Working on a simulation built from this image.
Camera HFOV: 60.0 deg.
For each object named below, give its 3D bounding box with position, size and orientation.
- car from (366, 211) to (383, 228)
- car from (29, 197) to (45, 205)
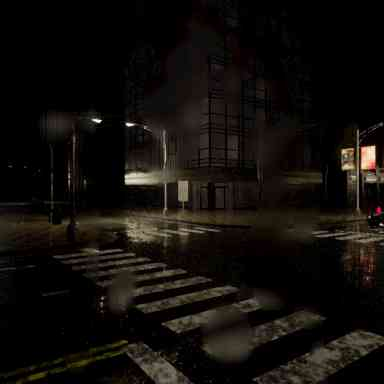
[{"bbox_3d":[12.949,1.606,20.809,4.718,1.301,1.895,0,0,-35],"label":"car"},{"bbox_3d":[-28.678,1.690,61.458,2.033,1.411,5.357,0,0,-36],"label":"car"}]
